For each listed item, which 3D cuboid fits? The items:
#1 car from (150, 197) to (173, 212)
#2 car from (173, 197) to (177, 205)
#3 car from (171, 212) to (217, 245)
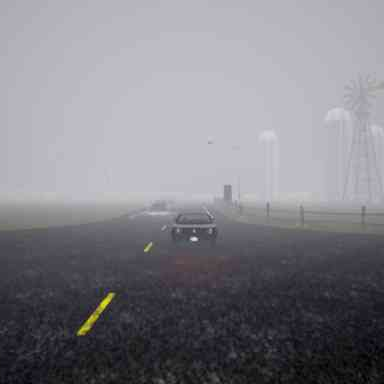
[{"bbox_3d":[-3.607,1.542,38.147,1.994,1.385,4.181,0,0,0],"label":"car"},{"bbox_3d":[-3.564,1.538,57.105,2.033,1.411,5.357,0,0,1],"label":"car"},{"bbox_3d":[0.098,1.602,15.593,1.895,1.301,4.718,0,0,0],"label":"car"}]
